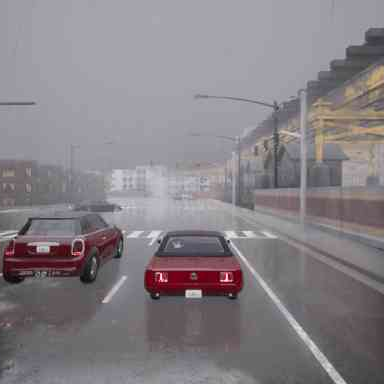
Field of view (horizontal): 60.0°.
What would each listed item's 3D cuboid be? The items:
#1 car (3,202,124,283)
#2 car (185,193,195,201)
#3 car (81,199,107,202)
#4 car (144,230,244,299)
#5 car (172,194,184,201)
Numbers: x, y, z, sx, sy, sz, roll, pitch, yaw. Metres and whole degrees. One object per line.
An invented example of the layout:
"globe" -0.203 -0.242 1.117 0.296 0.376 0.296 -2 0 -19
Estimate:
"car" -3.449 1.352 9.857 2.097 1.767 4.553 0 0 0
"car" -0.210 1.591 87.262 1.895 1.301 4.718 0 0 -3
"car" -9.626 1.505 34.272 4.892 1.490 1.837 0 1 -41
"car" 0.047 1.601 8.387 1.895 1.301 4.718 0 0 0
"car" -3.695 1.593 86.133 1.895 1.301 4.718 0 0 -3
